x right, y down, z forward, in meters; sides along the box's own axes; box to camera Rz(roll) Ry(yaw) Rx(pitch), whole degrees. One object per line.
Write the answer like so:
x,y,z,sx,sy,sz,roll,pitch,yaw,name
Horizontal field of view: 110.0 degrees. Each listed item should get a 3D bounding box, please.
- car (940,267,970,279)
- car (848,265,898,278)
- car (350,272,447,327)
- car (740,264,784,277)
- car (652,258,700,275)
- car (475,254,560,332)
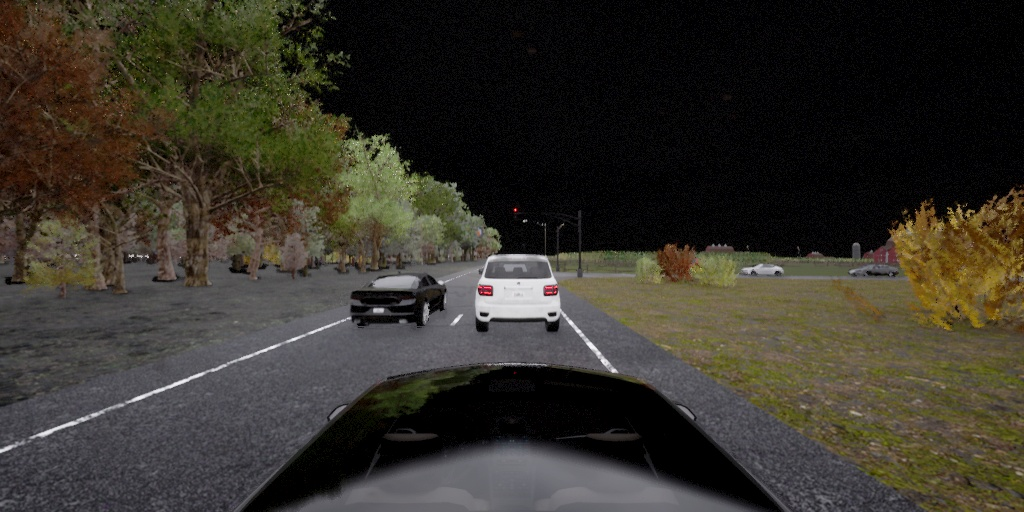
49.000,1.865,39.060,4.181,1.385,1.994,1,-1,0,car
42.890,1.788,42.679,4.902,1.511,2.128,1,-1,1,car
-3.380,1.235,11.567,1.882,1.535,5.008,0,0,0,car
29.763,1.679,42.786,4.674,1.442,1.812,1,-1,0,car
19.631,1.264,42.850,5.566,2.045,2.150,1,-1,0,car
0.125,0.979,11.011,2.150,2.045,5.566,0,0,-1,car
